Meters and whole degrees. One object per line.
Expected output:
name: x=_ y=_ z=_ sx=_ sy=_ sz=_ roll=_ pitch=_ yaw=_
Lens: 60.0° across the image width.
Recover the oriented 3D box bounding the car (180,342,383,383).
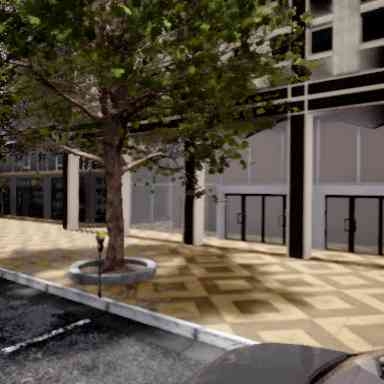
car: x=1.763 y=1.556 z=1.613 sx=4.403 sy=1.369 sz=2.008 roll=1 pitch=1 yaw=35
